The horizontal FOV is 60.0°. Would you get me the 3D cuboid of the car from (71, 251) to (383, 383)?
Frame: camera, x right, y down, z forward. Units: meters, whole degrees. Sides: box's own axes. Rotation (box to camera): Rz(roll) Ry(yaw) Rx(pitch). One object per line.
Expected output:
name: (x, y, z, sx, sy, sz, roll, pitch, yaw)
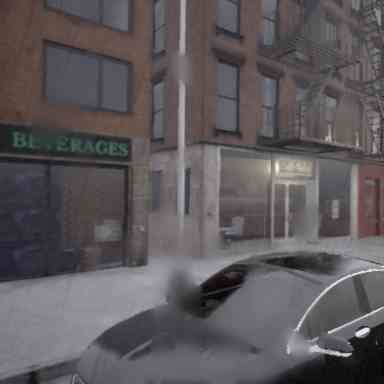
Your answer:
car: (1.149, 1.544, 3.891, 4.892, 1.490, 1.837, 1, -1, -35)
